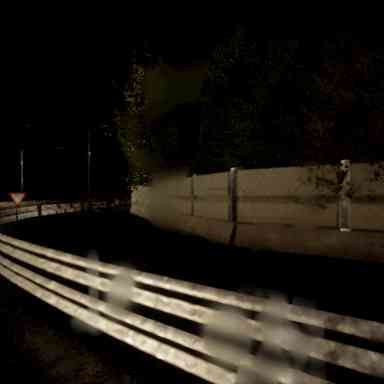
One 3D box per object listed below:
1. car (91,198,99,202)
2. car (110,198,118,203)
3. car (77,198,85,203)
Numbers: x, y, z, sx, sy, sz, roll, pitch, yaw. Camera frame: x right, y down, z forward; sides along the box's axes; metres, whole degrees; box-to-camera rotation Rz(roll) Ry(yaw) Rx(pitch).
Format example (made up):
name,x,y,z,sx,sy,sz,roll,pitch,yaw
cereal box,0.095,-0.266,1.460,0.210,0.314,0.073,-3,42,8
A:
name,x,y,z,sx,sy,sz,roll,pitch,yaw
car,-25.656,2.265,88.100,1.895,1.301,4.718,0,0,-19
car,-20.701,2.183,87.957,1.994,1.385,4.181,0,0,-3
car,-29.020,2.284,87.134,1.895,1.301,4.718,0,0,-19
